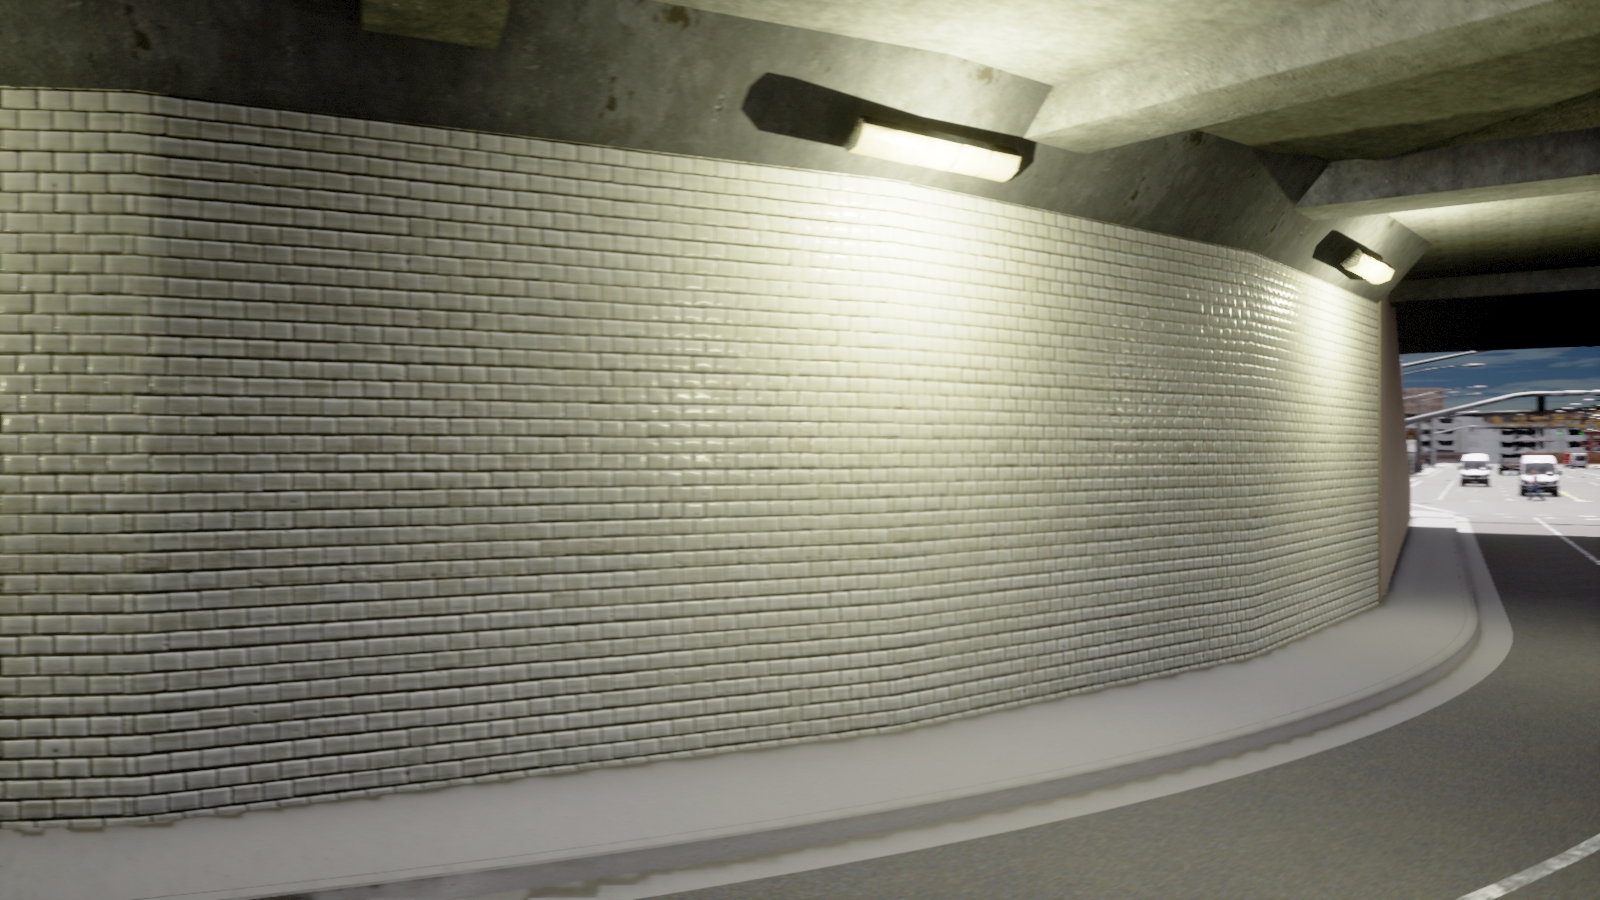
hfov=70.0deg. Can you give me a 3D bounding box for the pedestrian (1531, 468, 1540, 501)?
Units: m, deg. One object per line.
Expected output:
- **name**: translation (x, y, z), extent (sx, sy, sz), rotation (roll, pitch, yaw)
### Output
- **pedestrian**: translation (41.240, 1.943, 64.062), extent (0.375, 1.860, 0.375), rotation (0, 0, 30)
